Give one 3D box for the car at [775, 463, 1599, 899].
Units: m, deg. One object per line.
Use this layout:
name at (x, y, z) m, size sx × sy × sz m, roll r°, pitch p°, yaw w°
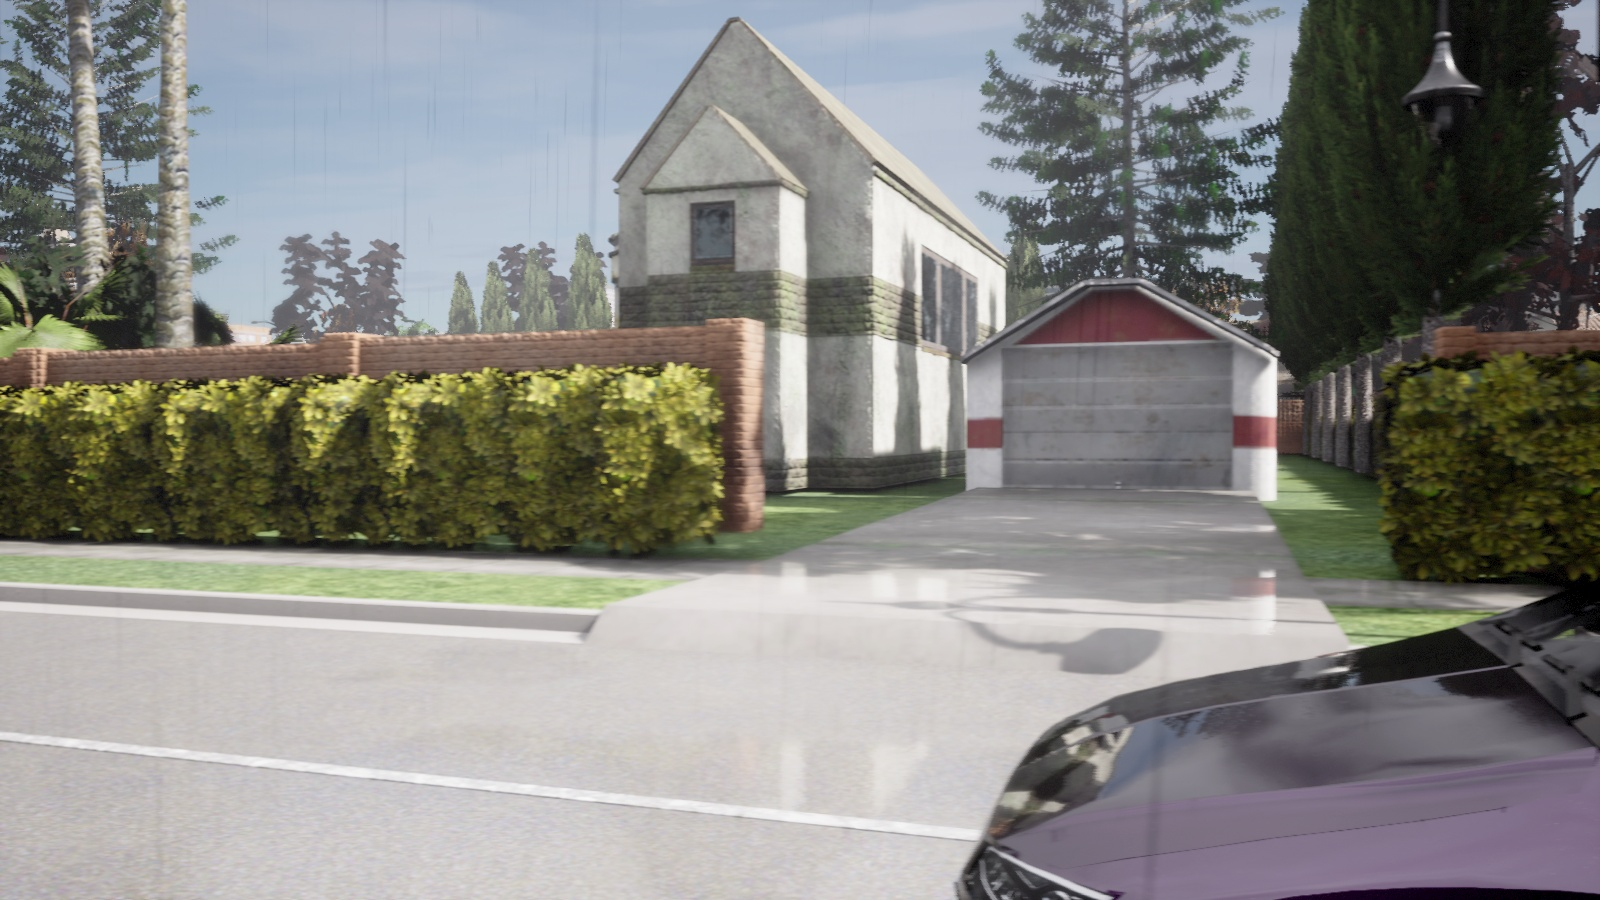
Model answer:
car at (2.232, 0.809, 2.442) m, size 4.193 × 1.474 × 1.816 m, roll 1°, pitch 1°, yaw 19°
